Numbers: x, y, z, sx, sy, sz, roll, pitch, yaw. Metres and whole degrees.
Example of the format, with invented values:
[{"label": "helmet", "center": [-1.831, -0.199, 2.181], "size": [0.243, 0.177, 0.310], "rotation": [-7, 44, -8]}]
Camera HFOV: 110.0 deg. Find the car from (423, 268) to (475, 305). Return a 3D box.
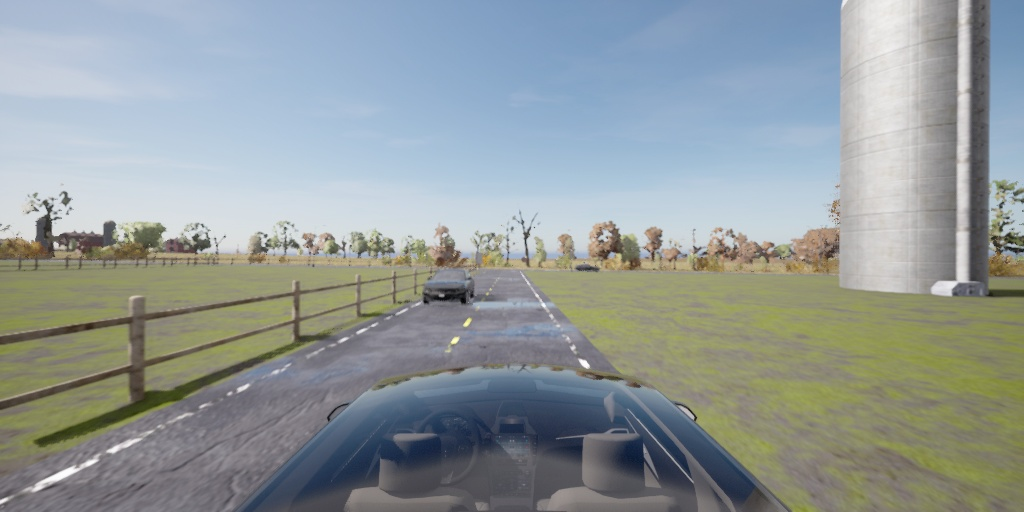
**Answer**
[{"label": "car", "center": [-2.868, 1.356, 17.113], "size": [1.882, 1.535, 5.008], "rotation": [0, 0, 0]}]
